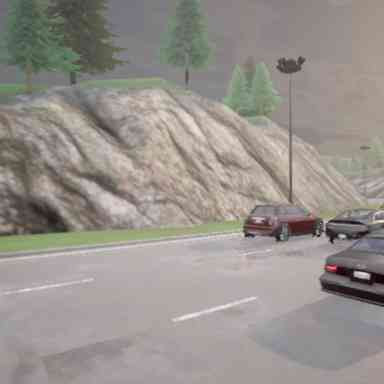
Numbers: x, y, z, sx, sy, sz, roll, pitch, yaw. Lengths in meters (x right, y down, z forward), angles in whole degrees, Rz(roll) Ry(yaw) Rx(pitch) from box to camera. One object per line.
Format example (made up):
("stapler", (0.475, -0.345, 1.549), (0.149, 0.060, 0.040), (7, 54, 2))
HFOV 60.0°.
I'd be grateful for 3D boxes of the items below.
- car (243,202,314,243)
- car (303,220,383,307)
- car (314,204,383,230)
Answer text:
("car", (4.605, 1.350, 16.483), (4.553, 1.767, 2.097), (0, 0, -41))
("car", (5.010, 1.546, 7.569), (5.357, 1.411, 2.033), (0, 0, -39))
("car", (7.617, 1.489, 14.441), (4.902, 1.511, 2.128), (0, 0, -42))
